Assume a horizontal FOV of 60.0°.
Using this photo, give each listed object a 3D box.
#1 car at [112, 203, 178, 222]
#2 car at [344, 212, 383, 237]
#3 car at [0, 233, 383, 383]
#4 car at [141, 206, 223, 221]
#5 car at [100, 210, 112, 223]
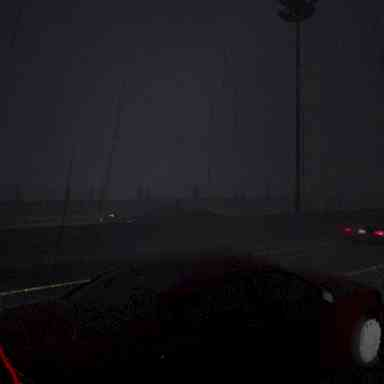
[{"bbox_3d":[-1.900,1.480,19.838,5.008,1.535,1.882,0,0,-36],"label":"car"},{"bbox_3d":[8.511,1.552,14.123,5.357,1.411,2.033,0,0,-36],"label":"car"},{"bbox_3d":[0.426,1.478,4.053,5.008,1.535,1.882,0,0,-36],"label":"car"},{"bbox_3d":[-0.091,1.566,16.829,4.181,1.385,1.994,0,0,-36],"label":"car"},{"bbox_3d":[-3.815,1.494,22.772,4.902,1.511,2.128,0,0,-36],"label":"car"}]
